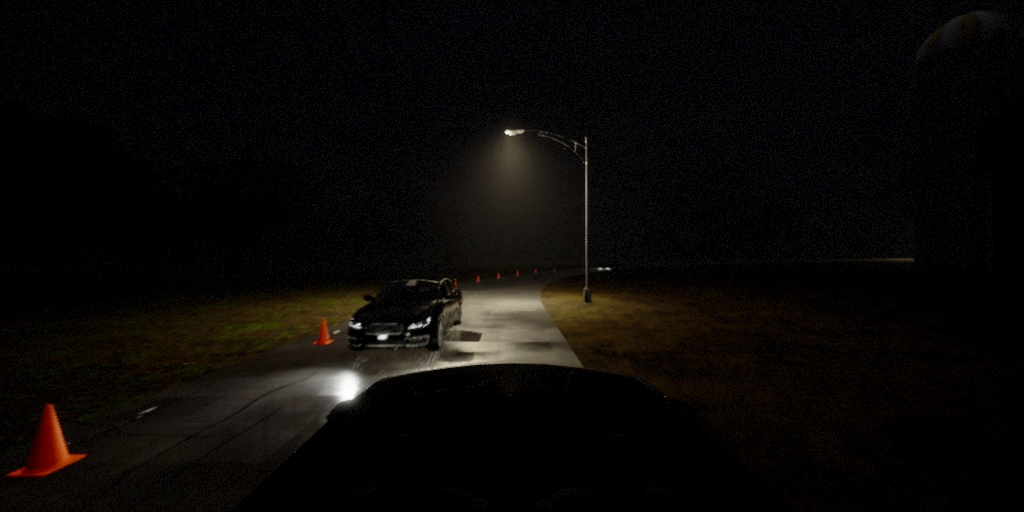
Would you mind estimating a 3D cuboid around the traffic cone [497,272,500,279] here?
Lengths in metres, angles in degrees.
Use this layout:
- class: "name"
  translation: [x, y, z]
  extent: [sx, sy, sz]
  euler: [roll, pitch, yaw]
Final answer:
- class: "traffic cone"
  translation: [-1.265, 1.827, 33.882]
  extent: [0.340, 0.580, 0.340]
  euler: [0, 0, 19]

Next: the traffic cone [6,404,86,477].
- class: "traffic cone"
  translation: [-4.426, 1.714, 3.421]
  extent: [0.340, 0.580, 0.340]
  euler: [0, 0, 0]

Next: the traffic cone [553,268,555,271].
- class: "traffic cone"
  translation: [5.613, 1.728, 47.886]
  extent: [0.340, 0.580, 0.340]
  euler: [0, 0, 34]

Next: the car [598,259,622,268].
- class: "car"
  translation: [15.848, 1.139, 57.813]
  extent: [2.033, 1.411, 5.357]
  euler: [-1, 0, 41]

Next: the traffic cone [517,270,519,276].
- class: "traffic cone"
  translation: [0.619, 1.809, 38.744]
  extent: [0.340, 0.580, 0.340]
  euler: [0, 0, 24]

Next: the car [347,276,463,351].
- class: "car"
  translation: [-2.425, 1.294, 9.203]
  extent: [1.837, 1.490, 4.892]
  euler: [0, 0, 0]

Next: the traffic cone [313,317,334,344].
- class: "traffic cone"
  translation: [-4.428, 1.741, 8.421]
  extent: [0.340, 0.580, 0.340]
  euler: [0, 0, 0]

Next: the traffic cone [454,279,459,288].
- class: "traffic cone"
  translation: [-3.734, 1.819, 23.763]
  extent: [0.340, 0.580, 0.340]
  euler: [0, 0, 9]

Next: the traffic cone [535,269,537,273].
- class: "traffic cone"
  translation: [2.918, 1.776, 43.424]
  extent: [0.340, 0.580, 0.340]
  euler: [0, 0, 29]

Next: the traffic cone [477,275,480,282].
- class: "traffic cone"
  translation: [-2.720, 1.830, 28.877]
  extent: [0.340, 0.580, 0.340]
  euler: [0, 0, 14]
